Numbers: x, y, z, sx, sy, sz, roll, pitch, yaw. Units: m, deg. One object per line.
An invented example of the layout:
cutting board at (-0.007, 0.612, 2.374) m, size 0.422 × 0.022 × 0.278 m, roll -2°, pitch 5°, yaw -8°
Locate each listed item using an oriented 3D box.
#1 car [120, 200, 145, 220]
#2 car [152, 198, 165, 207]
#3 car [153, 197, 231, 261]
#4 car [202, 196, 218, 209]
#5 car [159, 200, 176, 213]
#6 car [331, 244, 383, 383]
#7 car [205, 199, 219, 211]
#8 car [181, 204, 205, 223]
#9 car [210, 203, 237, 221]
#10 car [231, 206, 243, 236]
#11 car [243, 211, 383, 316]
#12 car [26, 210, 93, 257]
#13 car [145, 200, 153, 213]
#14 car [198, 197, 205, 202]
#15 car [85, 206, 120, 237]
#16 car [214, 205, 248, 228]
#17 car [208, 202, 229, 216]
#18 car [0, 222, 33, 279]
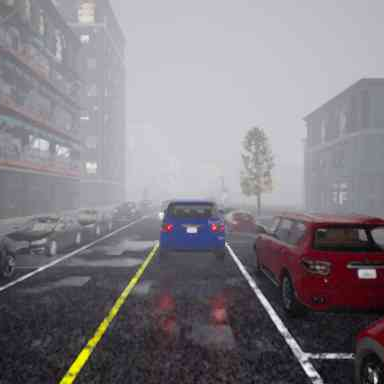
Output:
car at (-5.669, 1.599, 29.666) m, size 1.967 × 1.590 × 4.097 m, roll 0°, pitch 0°, yaw 0°
car at (-5.650, 1.852, 57.194) m, size 1.752 × 1.417 × 4.829 m, roll 0°, pitch 0°, yaw 0°
car at (0.063, 1.279, 12.632) m, size 2.150 × 2.045 × 5.566 m, roll 0°, pitch -1°, yaw 1°
car at (2.728, 1.609, 51.819) m, size 2.192 × 1.841 × 5.009 m, roll 0°, pitch 0°, yaw 0°
car at (-3.066, 1.741, 42.160) m, size 1.837 × 1.490 × 4.892 m, roll 0°, pitch -1°, yaw 0°
car at (2.693, 1.450, 1.966) m, size 1.967 × 1.590 × 4.097 m, roll 0°, pitch 0°, yaw 0°
car at (2.724, 1.787, 46.448) m, size 1.752 × 1.417 × 4.829 m, roll 0°, pitch 0°, yaw 0°
car at (0.083, 1.749, 27.926) m, size 1.895 × 1.301 × 4.718 m, roll 0°, pitch 0°, yaw 0°
car at (2.712, 1.710, 29.659) m, size 2.008 × 1.369 × 4.403 m, roll 0°, pitch 0°, yaw 0°
car at (2.704, 1.675, 18.582) m, size 1.802 × 1.307 × 4.206 m, roll 0°, pitch 0°, yaw 0°
car at (2.697, 1.351, 7.507) m, size 2.192 × 1.841 × 5.009 m, roll 0°, pitch 0°, yaw 0°
car at (-5.680, 1.615, 13.050) m, size 2.008 × 1.369 × 4.403 m, roll 0°, pitch 0°, yaw 0°
car at (-5.661, 1.667, 40.746) m, size 1.967 × 1.590 × 4.097 m, roll 0°, pitch 0°, yaw 0°
car at (2.759, 2.139, 95.308) m, size 2.008 × 1.369 × 4.403 m, roll 0°, pitch 0°, yaw 0°
car at (-5.676, 1.645, 18.588) m, size 2.008 × 1.369 × 4.403 m, roll 0°, pitch 0°, yaw 0°
car at (2.708, 1.691, 24.122) m, size 1.947 × 1.339 × 4.313 m, roll 0°, pitch 0°, yaw 0°
car at (2.716, 1.759, 35.199) m, size 1.947 × 1.339 × 4.313 m, roll 0°, pitch 0°, yaw 0°
car at (-5.684, 1.602, 7.512) m, size 1.947 × 1.339 × 4.313 m, roll 0°, pitch 0°, yaw 0°
